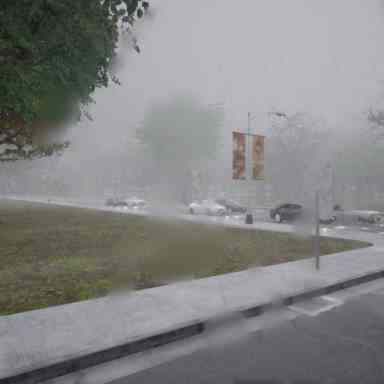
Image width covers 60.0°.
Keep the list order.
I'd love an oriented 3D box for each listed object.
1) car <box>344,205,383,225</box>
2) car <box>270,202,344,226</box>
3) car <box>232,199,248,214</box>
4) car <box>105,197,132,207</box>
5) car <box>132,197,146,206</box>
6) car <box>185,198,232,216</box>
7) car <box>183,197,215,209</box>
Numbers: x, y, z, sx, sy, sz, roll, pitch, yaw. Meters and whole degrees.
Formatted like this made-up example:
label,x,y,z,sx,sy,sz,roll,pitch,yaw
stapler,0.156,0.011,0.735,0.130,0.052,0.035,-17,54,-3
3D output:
label,x,y,z,sx,sy,sz,roll,pitch,yaw
car,11.154,1.589,24.284,1.895,1.301,4.718,0,0,-35
car,7.733,1.495,23.485,1.837,1.490,4.892,0,0,-35
car,3.720,1.481,34.727,1.837,1.490,4.892,0,0,-35
car,-11.643,1.520,50.853,2.033,1.411,5.357,0,0,-35
car,-9.014,1.494,52.765,1.812,1.442,4.674,0,0,-35
car,1.425,1.508,32.323,1.812,1.442,4.674,0,1,-35
car,0.901,1.493,44.631,1.812,1.442,4.674,0,0,-35
